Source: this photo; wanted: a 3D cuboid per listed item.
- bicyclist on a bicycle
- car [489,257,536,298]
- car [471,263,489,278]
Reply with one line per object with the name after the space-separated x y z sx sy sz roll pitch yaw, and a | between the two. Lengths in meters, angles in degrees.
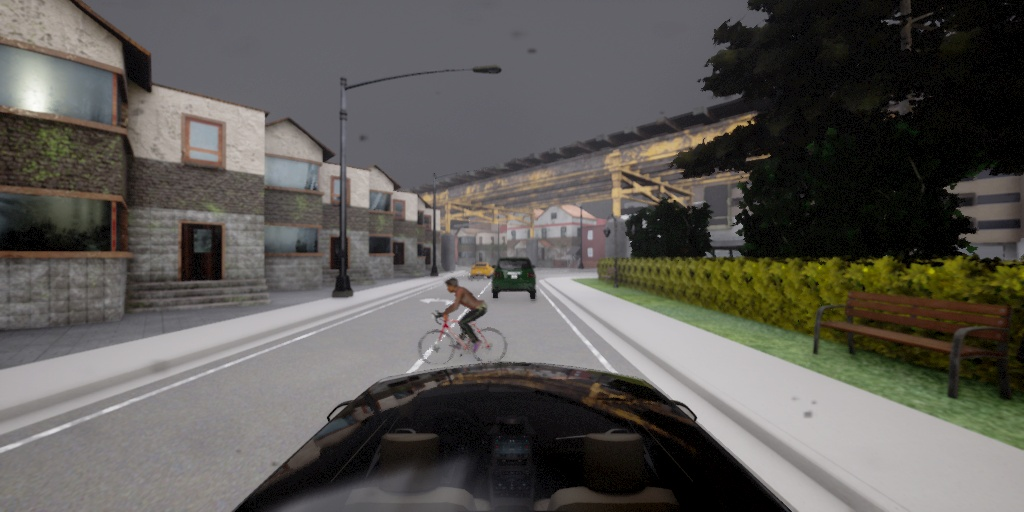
-0.931 1.231 6.651 1.656 1.620 0.582 -2 0 0 | bicyclist on a bicycle
0.109 1.074 19.311 2.150 2.045 5.566 0 0 0 | car
-3.038 1.434 37.252 1.882 1.535 5.008 0 0 4 | car
